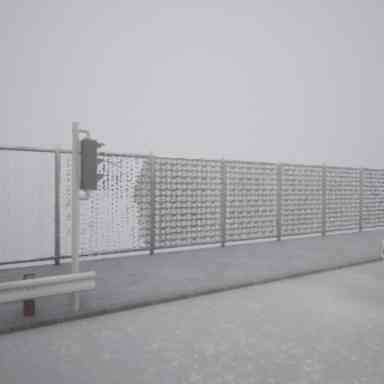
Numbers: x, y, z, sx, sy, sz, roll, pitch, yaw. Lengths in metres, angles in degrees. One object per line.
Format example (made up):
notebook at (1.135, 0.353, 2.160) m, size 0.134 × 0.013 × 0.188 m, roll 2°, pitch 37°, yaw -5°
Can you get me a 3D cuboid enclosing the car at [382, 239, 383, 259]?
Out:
car at (7.670, 1.140, 9.203) m, size 5.566 × 2.045 × 2.150 m, roll 0°, pitch 1°, yaw -31°
